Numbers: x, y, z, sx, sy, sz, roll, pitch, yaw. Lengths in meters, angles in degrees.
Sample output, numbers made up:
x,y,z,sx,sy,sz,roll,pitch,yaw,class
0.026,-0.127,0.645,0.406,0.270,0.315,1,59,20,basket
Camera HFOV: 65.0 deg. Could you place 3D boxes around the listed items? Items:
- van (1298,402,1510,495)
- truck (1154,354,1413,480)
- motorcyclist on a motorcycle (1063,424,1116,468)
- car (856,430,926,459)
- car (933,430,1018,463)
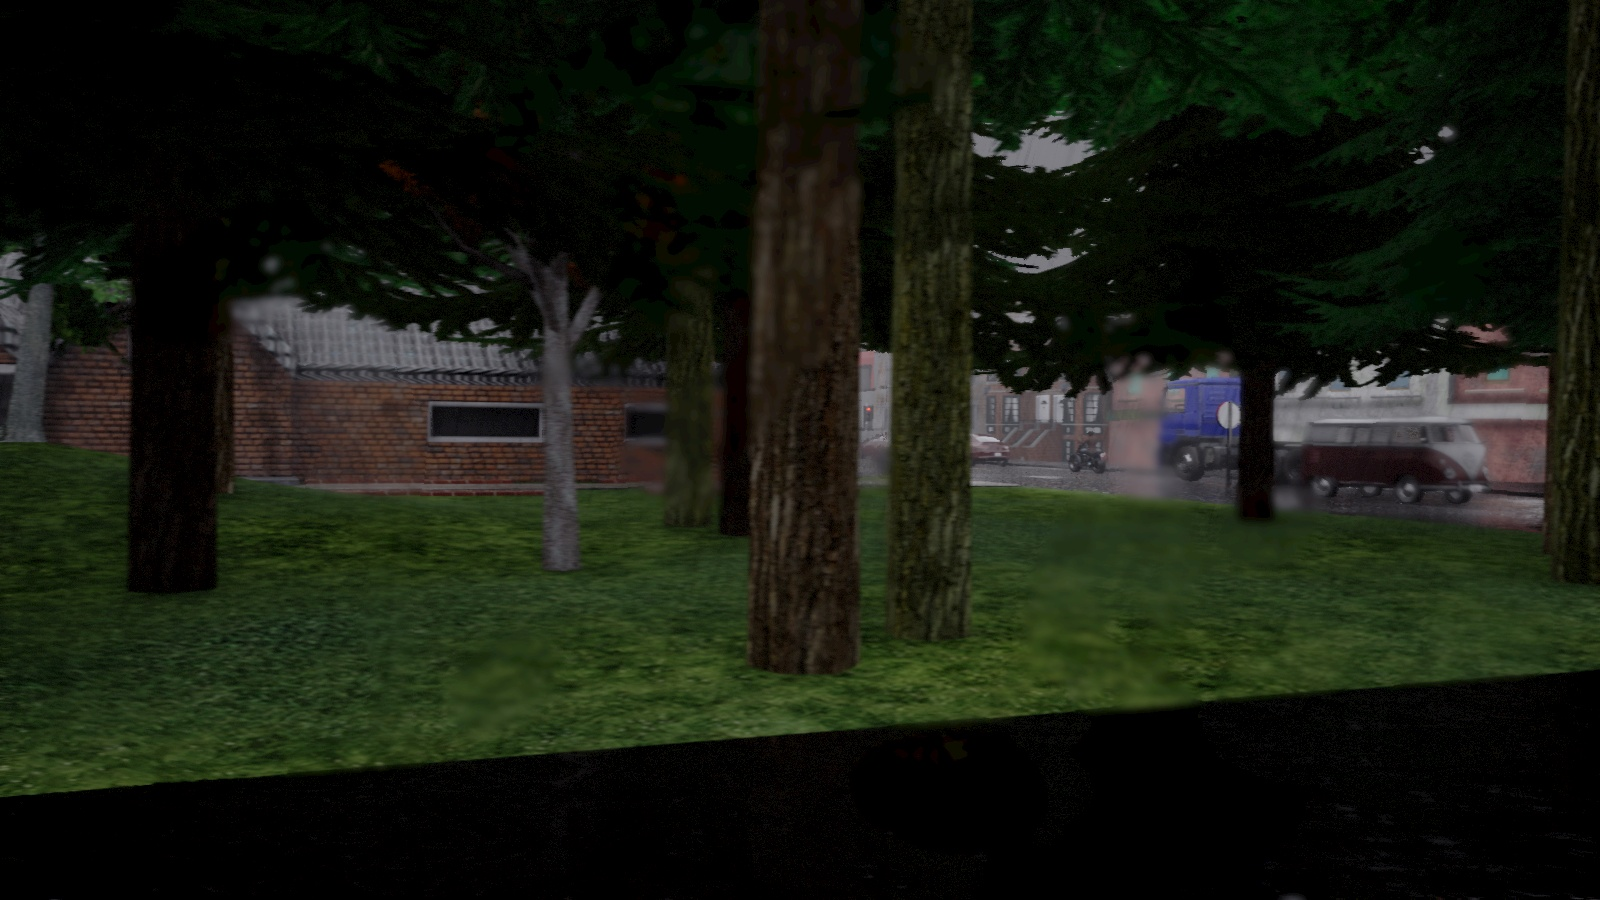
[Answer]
x,y,z,sx,sy,sz,roll,pitch,yaw,class
13.890,-0.074,29.185,1.775,1.987,4.442,-1,1,-20,van
14.585,-0.972,38.723,2.891,3.462,7.936,-1,1,-20,truck
11.082,-0.155,48.148,0.766,1.649,2.350,-1,1,-20,motorcyclist on a motorcycle
4.664,-0.289,65.289,1.812,1.442,4.674,-1,1,-21,car
7.876,-0.185,56.734,1.812,1.442,4.674,-1,1,-20,car
